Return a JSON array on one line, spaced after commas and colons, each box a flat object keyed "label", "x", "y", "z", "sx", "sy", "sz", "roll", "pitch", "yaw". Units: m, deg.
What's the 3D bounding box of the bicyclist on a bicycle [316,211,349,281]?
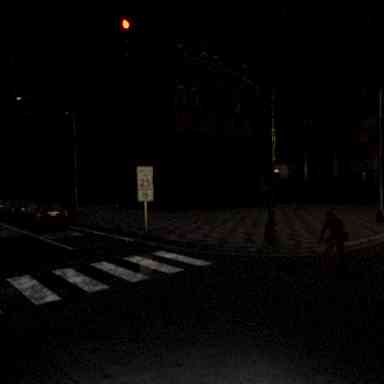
[{"label": "bicyclist on a bicycle", "x": 3.475, "y": 1.282, "z": 8.141, "sx": 1.656, "sy": 1.620, "sz": 0.582, "roll": -2, "pitch": 2, "yaw": -41}]

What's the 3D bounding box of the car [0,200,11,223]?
[{"label": "car", "x": -12.068, "y": 1.190, "z": 23.014, "sx": 1.967, "sy": 1.590, "sz": 4.097, "roll": -3, "pitch": 2, "yaw": -41}]

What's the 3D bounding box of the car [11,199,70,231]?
[{"label": "car", "x": -8.529, "y": 1.210, "z": 18.903, "sx": 1.967, "sy": 1.590, "sz": 4.097, "roll": -3, "pitch": 2, "yaw": -41}]
